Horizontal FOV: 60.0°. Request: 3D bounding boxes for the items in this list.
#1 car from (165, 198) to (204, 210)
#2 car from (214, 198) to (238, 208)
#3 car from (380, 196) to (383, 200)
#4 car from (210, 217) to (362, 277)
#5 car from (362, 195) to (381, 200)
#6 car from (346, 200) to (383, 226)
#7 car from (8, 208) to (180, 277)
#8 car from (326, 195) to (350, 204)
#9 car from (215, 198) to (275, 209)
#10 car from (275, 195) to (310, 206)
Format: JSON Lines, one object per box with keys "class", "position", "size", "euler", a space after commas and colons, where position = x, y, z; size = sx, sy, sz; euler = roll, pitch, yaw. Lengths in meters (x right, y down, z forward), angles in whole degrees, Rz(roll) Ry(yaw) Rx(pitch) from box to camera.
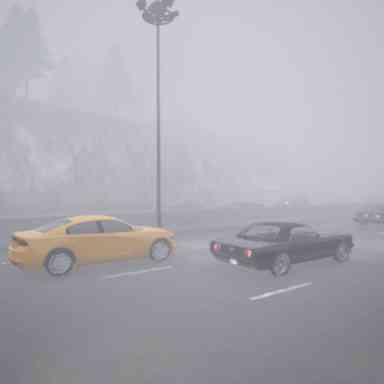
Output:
{"class": "car", "position": [-0.816, 1.420, 37.804], "size": [4.674, 1.442, 1.812], "euler": [0, 0, -35]}
{"class": "car", "position": [4.648, 1.399, 37.401], "size": [4.674, 1.442, 1.812], "euler": [0, 0, -35]}
{"class": "car", "position": [28.372, 1.254, 45.663], "size": [4.892, 1.490, 1.837], "euler": [-1, 1, -35]}
{"class": "car", "position": [2.917, 1.560, 10.127], "size": [4.718, 1.301, 1.895], "euler": [0, 0, -36]}
{"class": "car", "position": [30.468, 1.192, 55.712], "size": [5.008, 1.535, 1.882], "euler": [-2, 1, -35]}
{"class": "car", "position": [12.371, 1.436, 21.173], "size": [5.357, 1.411, 2.033], "euler": [0, 0, -35]}
{"class": "car", "position": [-2.838, 1.460, 10.323], "size": [5.008, 1.535, 1.882], "euler": [0, 0, -35]}
{"class": "car", "position": [24.453, 1.238, 55.739], "size": [4.892, 1.490, 1.837], "euler": [-2, 1, -35]}
{"class": "car", "position": [4.666, 1.499, 28.818], "size": [4.718, 1.301, 1.895], "euler": [0, 0, -35]}
{"class": "car", "position": [11.370, 1.195, 37.890], "size": [4.553, 1.767, 2.097], "euler": [-1, 0, -35]}
